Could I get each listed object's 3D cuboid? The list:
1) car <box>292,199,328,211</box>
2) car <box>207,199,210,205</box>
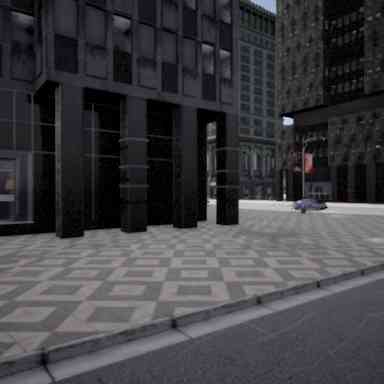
[{"bbox_3d":[14.284,1.550,40.338,1.994,1.385,4.181,0,0,-35],"label":"car"},{"bbox_3d":[1.186,1.467,58.914,1.882,1.535,5.008,0,0,-35],"label":"car"}]
